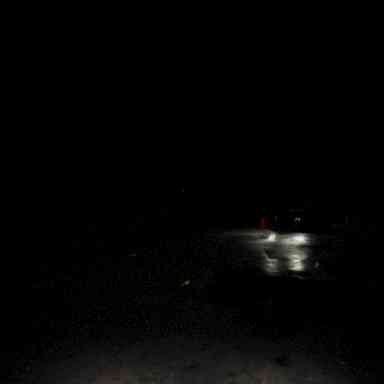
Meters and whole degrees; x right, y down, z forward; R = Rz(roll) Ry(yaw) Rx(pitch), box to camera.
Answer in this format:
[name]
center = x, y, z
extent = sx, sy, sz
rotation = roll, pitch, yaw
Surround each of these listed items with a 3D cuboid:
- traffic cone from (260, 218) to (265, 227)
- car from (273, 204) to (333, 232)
[traffic cone]
center = 4.560, 1.958, 21.462
extent = 0.340, 0.580, 0.340
rotation = 0, 0, 43
[car]
center = 6.919, 1.494, 20.488
extent = 5.008, 1.535, 1.882
rotation = 0, 0, -44
